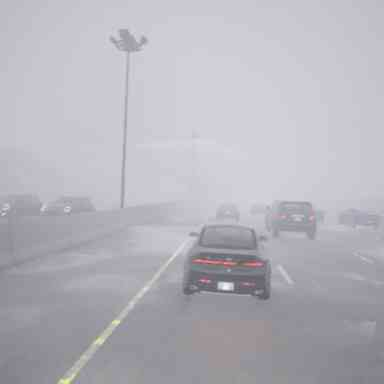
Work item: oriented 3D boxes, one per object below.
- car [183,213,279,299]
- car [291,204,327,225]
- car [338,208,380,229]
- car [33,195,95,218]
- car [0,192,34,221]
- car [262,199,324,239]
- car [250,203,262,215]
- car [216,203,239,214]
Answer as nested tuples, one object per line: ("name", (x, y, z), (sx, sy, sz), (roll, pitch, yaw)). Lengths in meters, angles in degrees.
("car", (0.923, 1.551, 8.717), (1.837, 1.490, 4.892), (2, 0, 6))
("car", (10.235, 1.917, 29.596), (1.882, 1.535, 5.008), (2, 0, 6))
("car", (13.488, 2.044, 27.152), (1.882, 1.535, 5.008), (2, 0, 6))
("car", (-8.302, 1.045, 22.607), (2.097, 1.767, 4.553), (2, 0, 6))
("car", (-11.866, 0.903, 22.184), (2.097, 1.767, 4.553), (2, 0, 6))
("car", (5.628, 1.467, 19.428), (2.150, 2.045, 5.566), (2, 0, 6))
("car", (7.590, 1.944, 37.726), (1.895, 1.301, 4.718), (2, 0, 6))
("car", (3.228, 1.725, 29.897), (1.994, 1.385, 4.181), (2, 0, 6))
